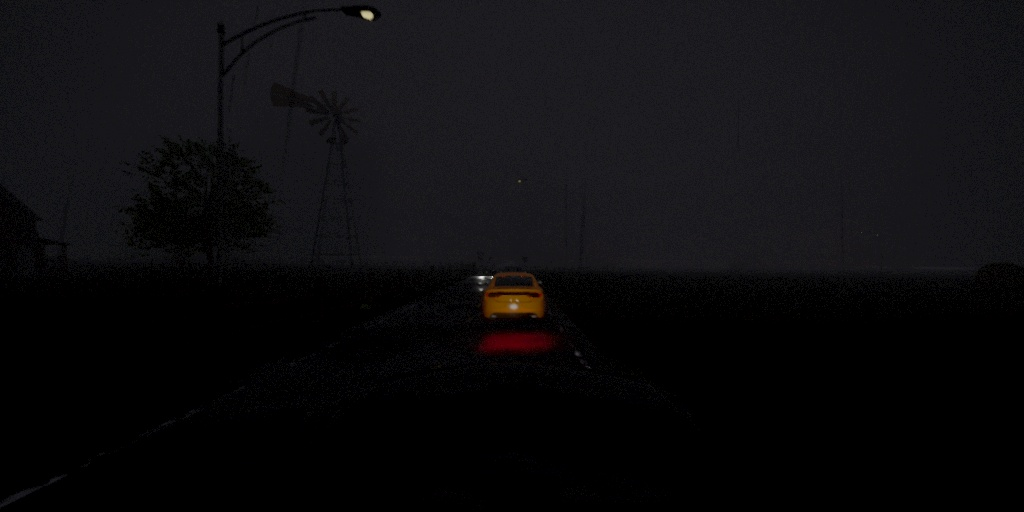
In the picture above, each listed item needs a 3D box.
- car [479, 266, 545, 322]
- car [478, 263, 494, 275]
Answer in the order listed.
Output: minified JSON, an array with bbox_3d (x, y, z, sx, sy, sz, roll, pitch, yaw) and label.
[{"bbox_3d":[0.074,1.306,12.665,1.882,1.535,5.008,0,0,0],"label":"car"},{"bbox_3d":[-2.812,1.563,42.383,1.812,1.442,4.674,0,0,0],"label":"car"}]
